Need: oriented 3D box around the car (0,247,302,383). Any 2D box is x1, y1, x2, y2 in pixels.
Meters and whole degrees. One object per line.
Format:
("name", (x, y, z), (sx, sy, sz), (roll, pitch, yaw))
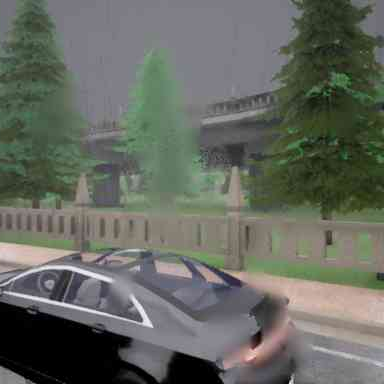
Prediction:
("car", (-1.175, 1.490, 4.237), (4.902, 1.511, 2.128), (0, 0, 33))
